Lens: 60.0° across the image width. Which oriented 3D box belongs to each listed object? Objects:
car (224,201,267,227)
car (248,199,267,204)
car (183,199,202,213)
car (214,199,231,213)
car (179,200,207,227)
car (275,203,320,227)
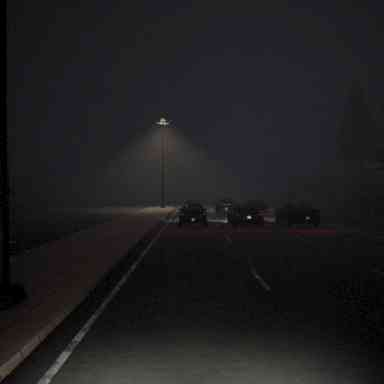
[{"bbox_3d":[3.569,1.562,22.713,1.994,1.385,4.181,0,0,0],"label":"car"},{"bbox_3d":[7.064,1.478,37.213,1.882,1.535,5.008,0,0,0],"label":"car"},{"bbox_3d":[0.066,1.562,37.287,1.994,1.385,4.181,0,0,0],"label":"car"},{"bbox_3d":[3.562,1.502,36.831,1.837,1.490,4.892,0,-1,0],"label":"car"},{"bbox_3d":[0.068,1.526,22.829,1.812,1.442,4.674,0,0,0],"label":"car"},{"bbox_3d":[7.069,1.478,22.760,1.882,1.535,5.008,0,-1,0],"label":"car"}]
